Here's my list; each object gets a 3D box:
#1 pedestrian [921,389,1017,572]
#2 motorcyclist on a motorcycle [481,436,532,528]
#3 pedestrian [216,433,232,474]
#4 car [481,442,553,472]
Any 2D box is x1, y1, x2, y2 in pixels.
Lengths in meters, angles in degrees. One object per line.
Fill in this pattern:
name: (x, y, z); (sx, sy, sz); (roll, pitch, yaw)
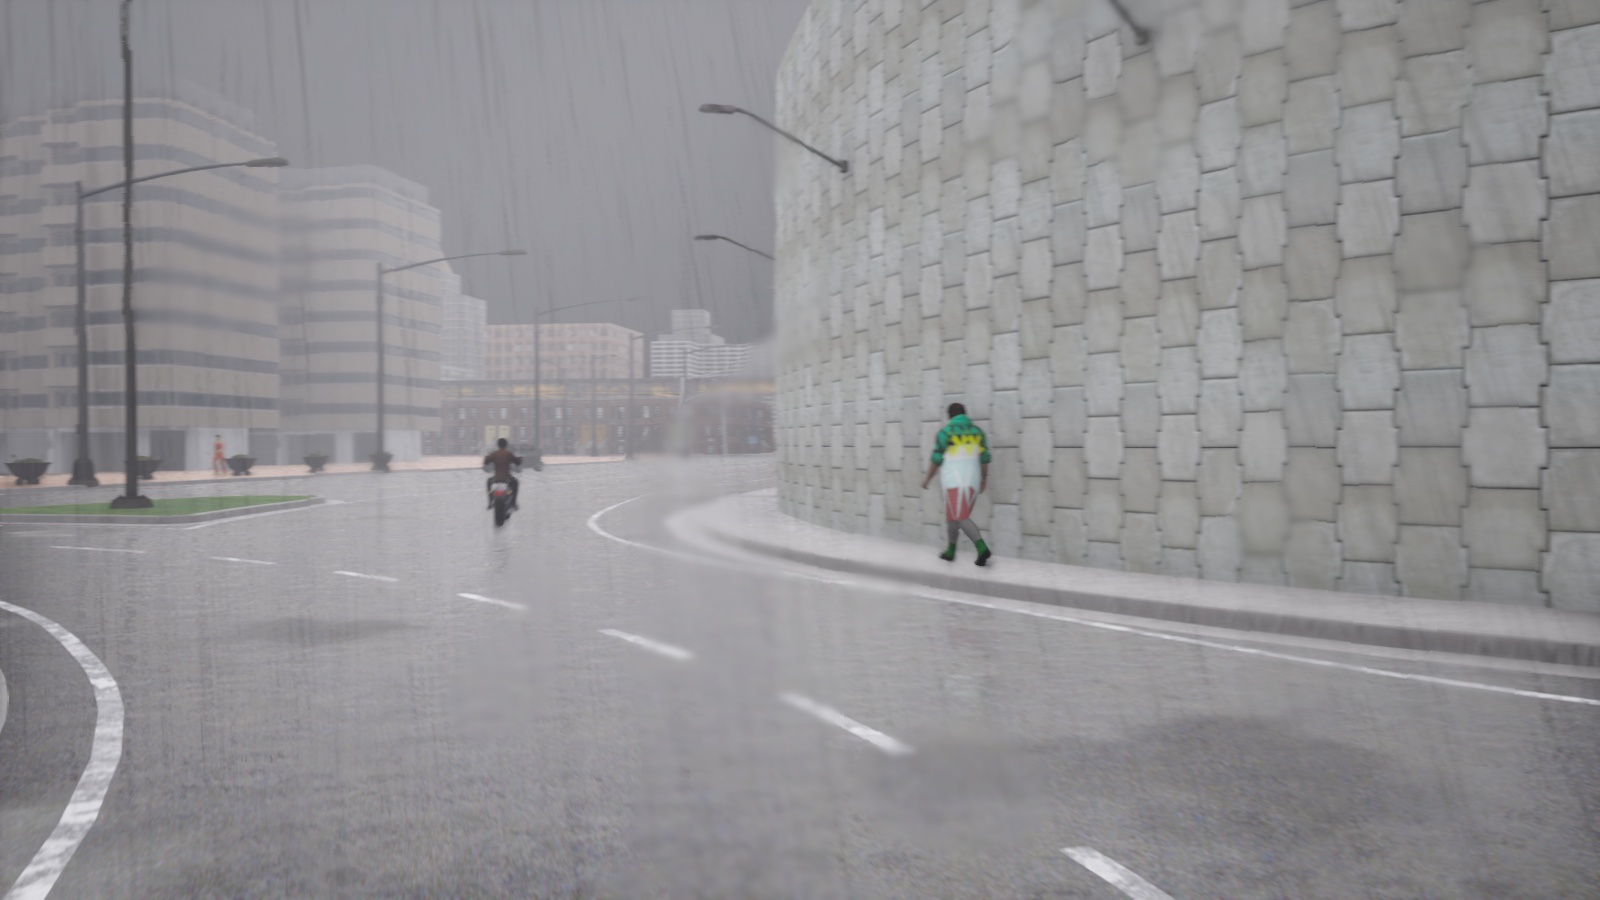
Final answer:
pedestrian: (1.855, 0.320, 13.877); (0.659, 1.952, 0.873); (0, 0, -29)
motorcyclist on a motorcycle: (-5.514, 0.570, 23.701); (0.766, 1.649, 2.350); (0, 0, -9)
pedestrian: (-25.401, 0.153, 55.350); (0.345, 1.836, 0.594); (0, 0, 12)
car: (-14.644, 0.343, 65.235); (2.007, 1.525, 4.514); (0, 0, 10)
